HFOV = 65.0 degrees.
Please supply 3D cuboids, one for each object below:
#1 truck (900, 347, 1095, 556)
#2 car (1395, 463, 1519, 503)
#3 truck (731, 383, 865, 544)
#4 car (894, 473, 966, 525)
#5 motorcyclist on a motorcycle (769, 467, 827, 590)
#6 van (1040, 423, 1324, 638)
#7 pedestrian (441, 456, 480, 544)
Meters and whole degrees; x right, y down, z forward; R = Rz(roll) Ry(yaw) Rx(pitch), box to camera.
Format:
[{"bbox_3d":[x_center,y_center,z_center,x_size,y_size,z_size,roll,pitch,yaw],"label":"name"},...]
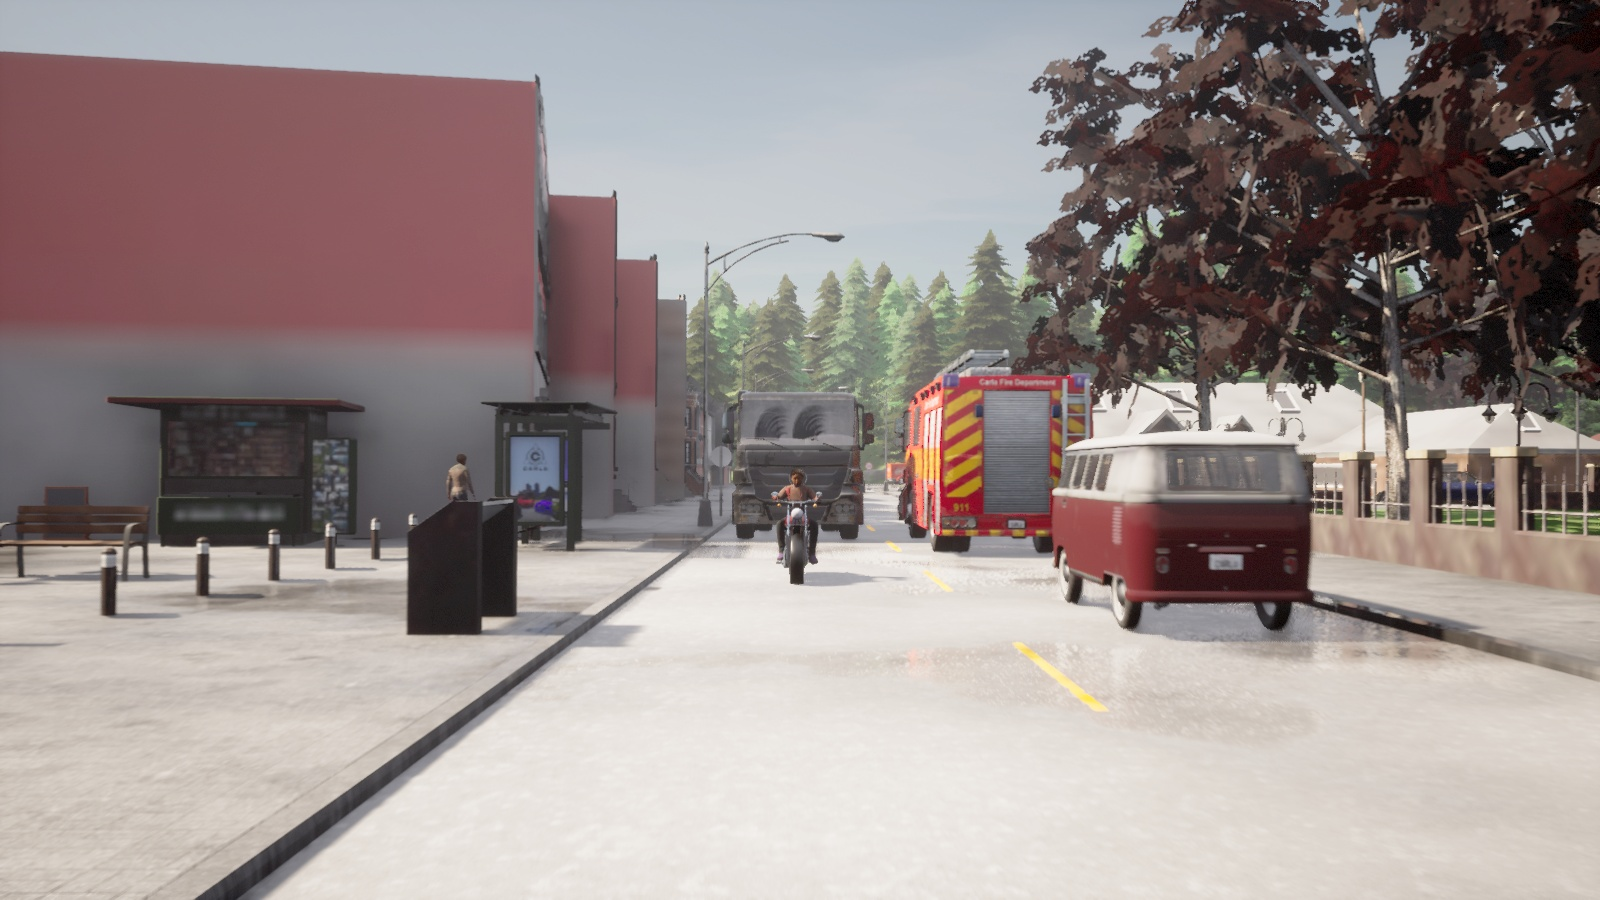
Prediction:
[{"bbox_3d":[3.948,0.091,27.239,2.891,3.827,8.468,0,-1,0],"label":"truck"},{"bbox_3d":[29.945,1.513,57.313,4.553,1.767,2.097,0,-1,-2],"label":"car"},{"bbox_3d":[-0.062,0.355,31.182,2.891,3.462,7.936,0,-1,0],"label":"truck"},{"bbox_3d":[3.923,1.458,38.489,1.845,1.501,3.633,0,-1,0],"label":"car"},{"bbox_3d":[-0.033,1.068,18.052,0.766,1.649,2.350,0,-1,0],"label":"motorcyclist on a motorcycle"},{"bbox_3d":[3.974,0.784,13.905,1.775,1.987,4.442,0,-1,0],"label":"van"},{"bbox_3d":[-7.075,1.034,26.195,0.328,1.805,0.869,-1,-1,23],"label":"pedestrian"}]
